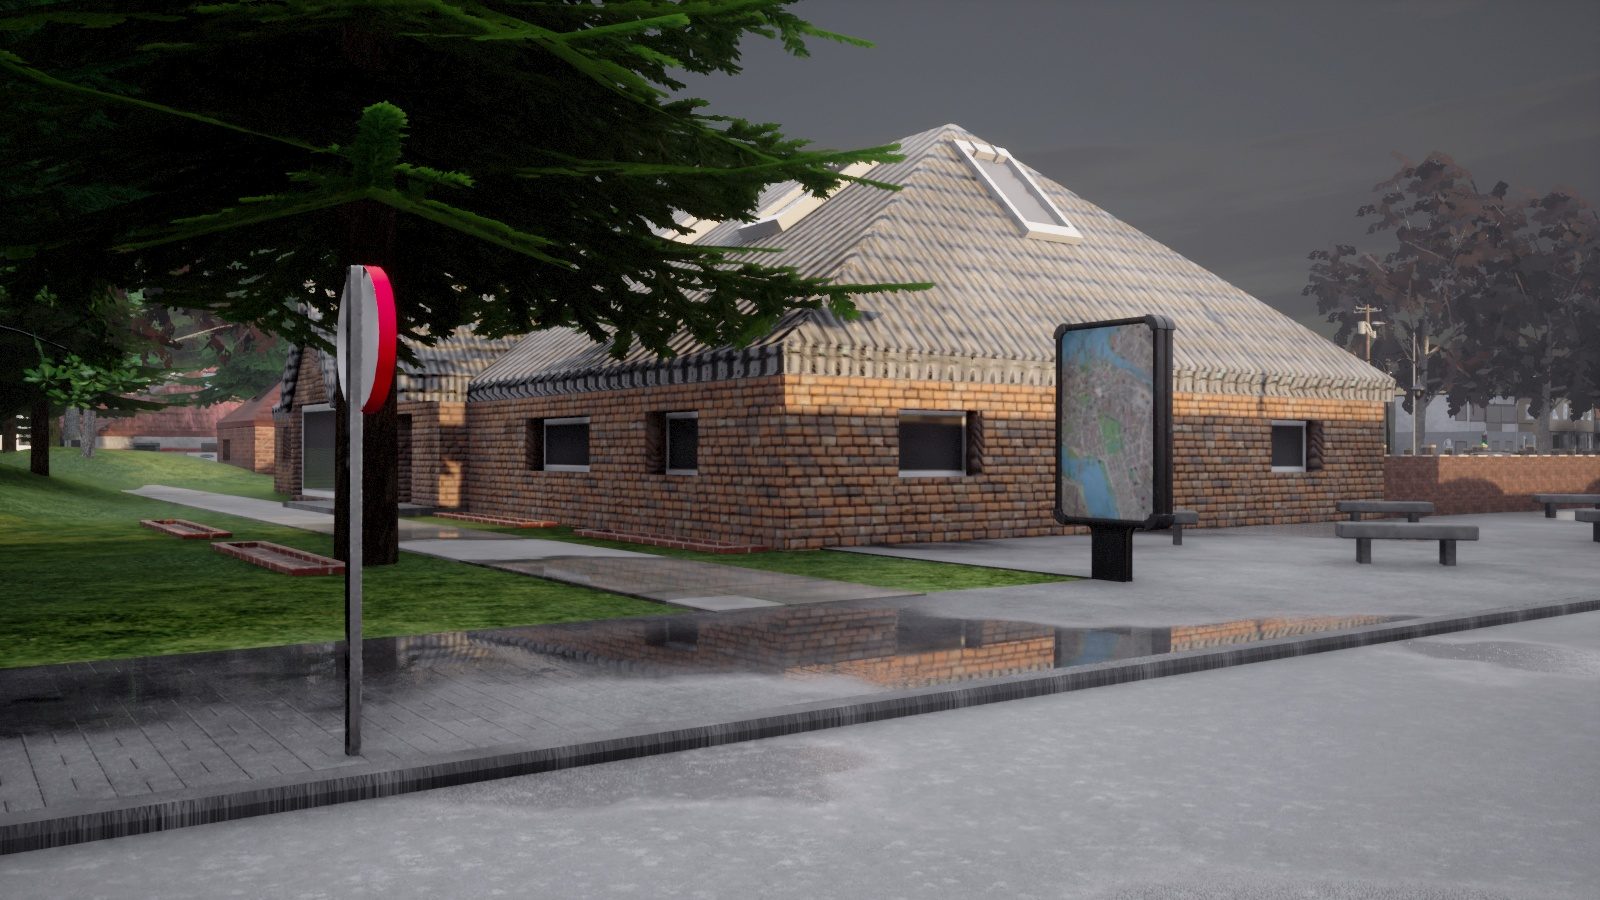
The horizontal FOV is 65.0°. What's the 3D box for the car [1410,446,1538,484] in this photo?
[{"bbox_3d":[30.707,0.664,57.341,2.242,1.667,4.611,0,0,-37],"label":"car"}]
